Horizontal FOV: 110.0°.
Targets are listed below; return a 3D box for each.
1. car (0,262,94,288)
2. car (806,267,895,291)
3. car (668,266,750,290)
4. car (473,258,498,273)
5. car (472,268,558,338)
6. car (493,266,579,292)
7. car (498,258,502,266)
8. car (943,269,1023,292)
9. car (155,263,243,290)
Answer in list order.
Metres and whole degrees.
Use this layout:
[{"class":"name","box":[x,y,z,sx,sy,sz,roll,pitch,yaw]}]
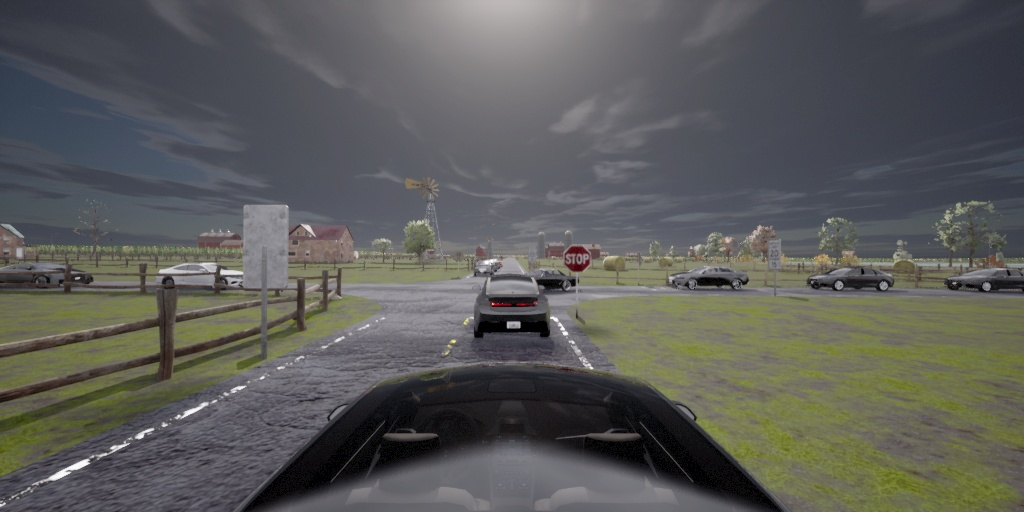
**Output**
[{"class":"car","box":[-26.353,1.046,20.075,4.181,1.385,1.994,1,-1,-1]},{"class":"car","box":[22.213,1.497,23.656,4.892,1.490,1.837,1,-1,-1]},{"class":"car","box":[12.811,1.394,23.491,4.902,1.511,2.128,1,-1,-2]},{"class":"car","box":[-2.838,1.239,36.913,2.128,1.511,4.902,0,0,0]},{"class":"car","box":[-0.069,1.256,10.225,1.837,1.490,4.892,0,0,-3]},{"class":"car","box":[1.510,1.367,20.270,4.718,1.301,1.895,1,0,-35]},{"class":"car","box":[-2.825,1.237,46.359,2.128,1.511,4.902,0,0,0]},{"class":"car","box":[31.716,1.585,23.771,4.892,1.490,1.837,1,-1,-1]},{"class":"car","box":[-17.233,1.102,20.192,4.674,1.442,1.812,1,-1,-1]}]
